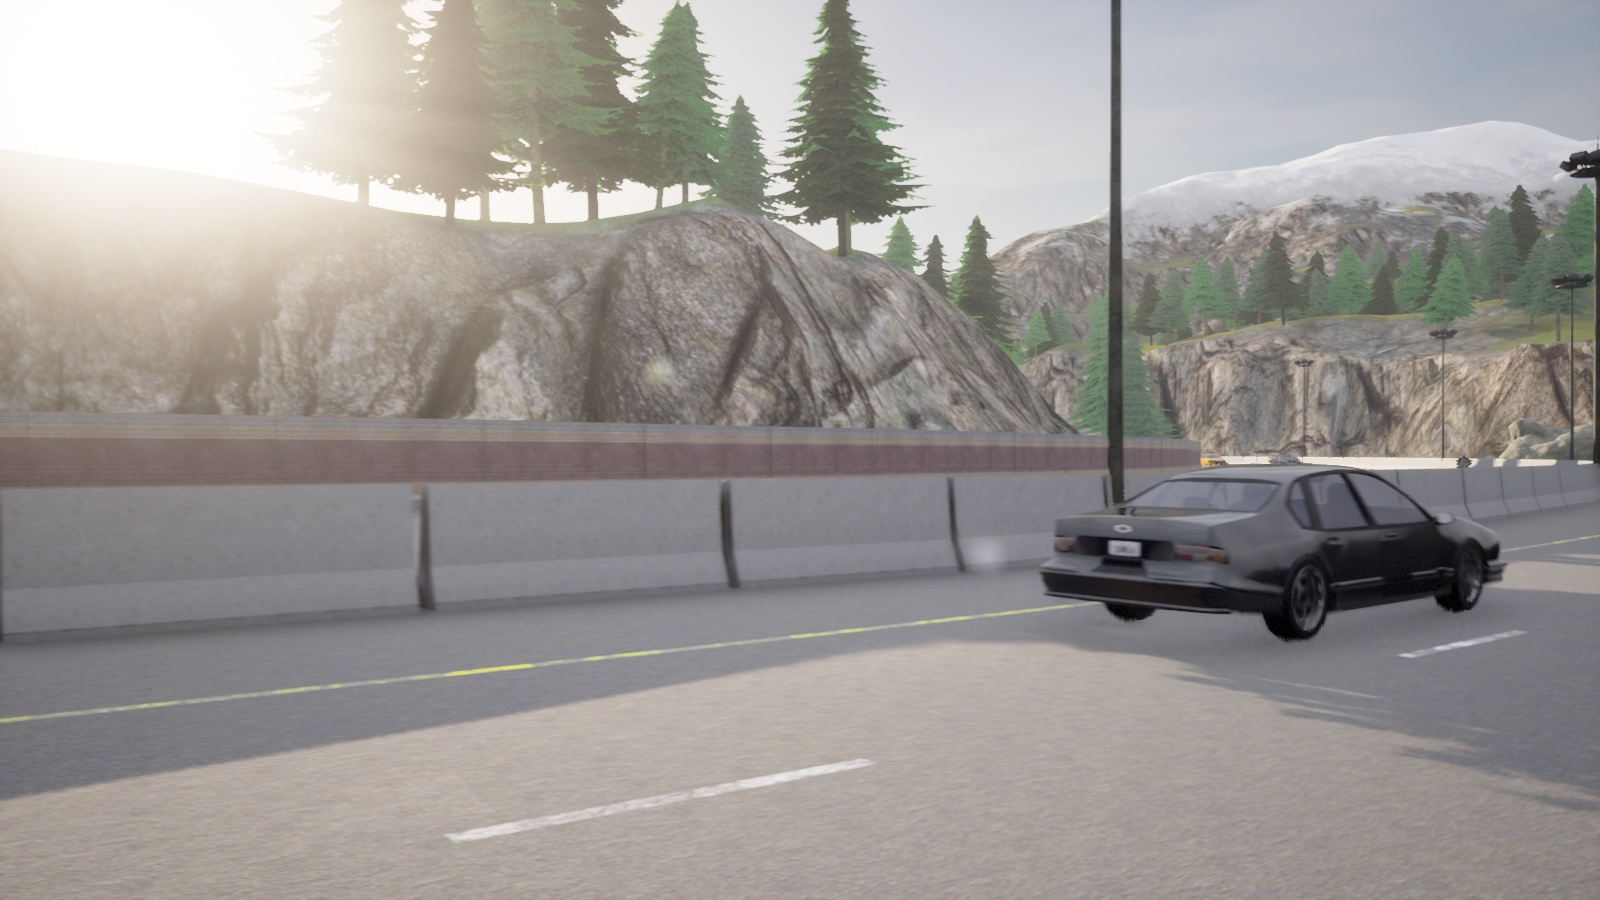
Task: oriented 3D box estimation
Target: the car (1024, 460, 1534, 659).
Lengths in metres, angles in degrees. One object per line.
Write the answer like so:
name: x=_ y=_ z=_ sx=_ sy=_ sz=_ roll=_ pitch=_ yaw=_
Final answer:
car: x=4.613 y=0.811 z=11.594 sx=5.357 sy=1.411 sz=2.033 roll=0 pitch=0 yaw=-40
